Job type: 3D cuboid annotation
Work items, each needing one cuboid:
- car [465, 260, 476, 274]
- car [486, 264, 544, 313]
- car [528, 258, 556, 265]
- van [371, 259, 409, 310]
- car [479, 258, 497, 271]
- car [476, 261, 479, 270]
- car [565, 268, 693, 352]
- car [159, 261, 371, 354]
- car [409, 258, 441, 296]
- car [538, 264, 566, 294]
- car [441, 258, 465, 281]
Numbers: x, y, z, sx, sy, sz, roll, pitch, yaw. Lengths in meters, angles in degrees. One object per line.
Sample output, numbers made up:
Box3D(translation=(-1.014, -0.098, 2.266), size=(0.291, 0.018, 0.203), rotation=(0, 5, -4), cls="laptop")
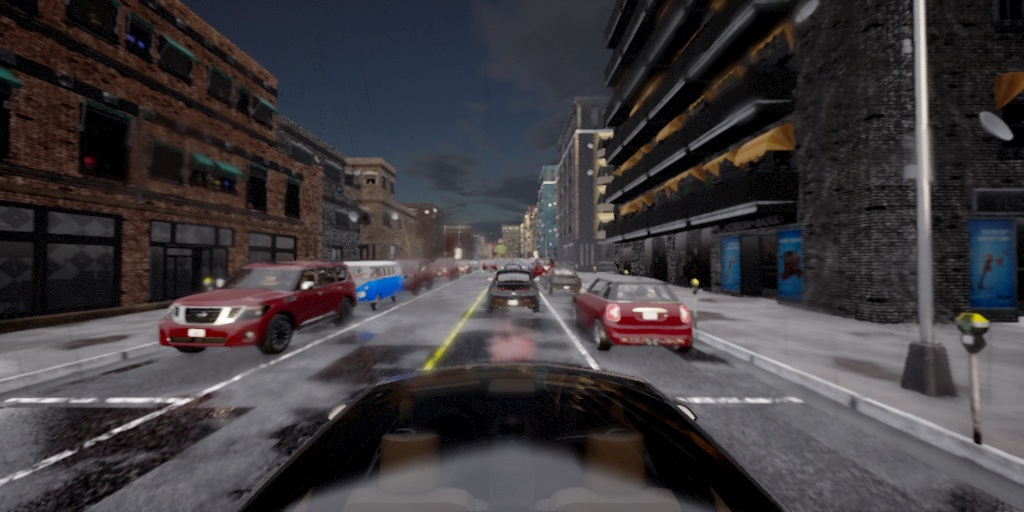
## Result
Box3D(translation=(-5.683, 1.206, 41.413), size=(1.967, 1.591, 4.097), rotation=(0, 0, 0), cls="car")
Box3D(translation=(0.070, 1.263, 14.147), size=(1.837, 1.490, 4.892), rotation=(0, 1, 0), cls="car")
Box3D(translation=(2.696, 1.077, 30.590), size=(2.192, 1.841, 5.009), rotation=(0, 0, 0), cls="car")
Box3D(translation=(-5.687, 1.097, 14.377), size=(1.690, 1.789, 3.998), rotation=(0, 0, 0), cls="van")
Box3D(translation=(-3.070, 1.247, 49.932), size=(1.882, 1.535, 5.008), rotation=(0, 0, 0), cls="car")
Box3D(translation=(-5.682, 1.320, 52.227), size=(2.007, 1.370, 4.403), rotation=(0, 0, 0), cls="car")
Box3D(translation=(2.693, 1.194, 8.962), size=(1.967, 1.591, 4.097), rotation=(0, 0, 0), cls="car")
Box3D(translation=(-5.687, 1.068, 8.970), size=(2.192, 1.841, 5.009), rotation=(0, 0, 0), cls="car")
Box3D(translation=(-5.686, 1.073, 19.784), size=(2.192, 1.841, 5.009), rotation=(0, 0, 0), cls="car")
Box3D(translation=(2.695, 1.309, 19.776), size=(2.007, 1.370, 4.403), rotation=(0, 0, 0), cls="car")
Box3D(translation=(-5.685, 1.077, 30.598), size=(2.192, 1.841, 5.009), rotation=(0, 0, 0), cls="car")
